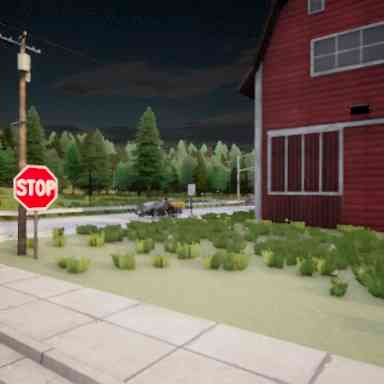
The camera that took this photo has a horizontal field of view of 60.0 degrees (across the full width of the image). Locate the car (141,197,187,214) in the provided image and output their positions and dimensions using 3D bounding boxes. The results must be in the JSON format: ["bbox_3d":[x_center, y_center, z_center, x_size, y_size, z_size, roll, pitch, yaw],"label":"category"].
[{"bbox_3d":[-2.833,1.352,34.310,1.882,1.535,5.008,0,0,37],"label":"car"}]

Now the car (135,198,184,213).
[{"bbox_3d":[-2.797,1.420,28.187,1.812,1.442,4.674,0,0,37],"label":"car"}]

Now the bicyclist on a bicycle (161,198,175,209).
[{"bbox_3d":[-1.698,1.217,23.269,1.656,1.620,0.582,0,0,37],"label":"bicyclist on a bicycle"}]

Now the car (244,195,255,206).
[{"bbox_3d":[9.759,1.231,51.155,2.097,1.767,4.553,0,0,37],"label":"car"}]
